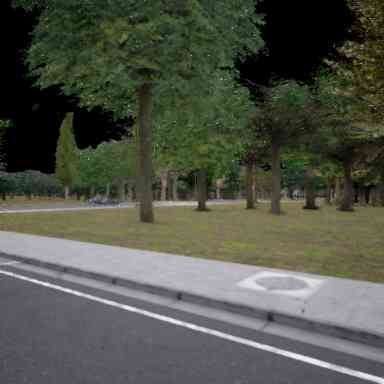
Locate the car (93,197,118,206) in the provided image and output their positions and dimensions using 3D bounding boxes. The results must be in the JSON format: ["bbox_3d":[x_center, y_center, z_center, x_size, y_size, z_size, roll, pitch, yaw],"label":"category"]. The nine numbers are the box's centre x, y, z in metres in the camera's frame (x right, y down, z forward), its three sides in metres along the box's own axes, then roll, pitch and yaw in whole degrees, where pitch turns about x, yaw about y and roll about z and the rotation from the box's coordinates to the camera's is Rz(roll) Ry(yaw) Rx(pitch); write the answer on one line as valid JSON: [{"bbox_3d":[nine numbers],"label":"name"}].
[{"bbox_3d":[-16.145,1.868,63.690,1.994,1.385,4.181,0,0,36],"label":"car"}]

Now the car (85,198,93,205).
[{"bbox_3d":[-18.825,1.826,65.510,2.128,1.511,4.902,0,0,35],"label":"car"}]
